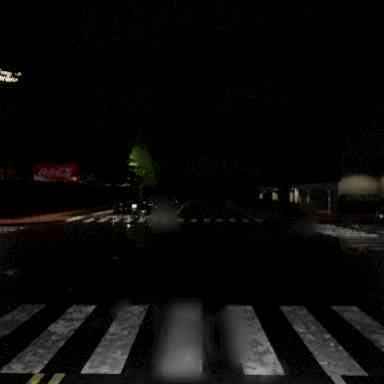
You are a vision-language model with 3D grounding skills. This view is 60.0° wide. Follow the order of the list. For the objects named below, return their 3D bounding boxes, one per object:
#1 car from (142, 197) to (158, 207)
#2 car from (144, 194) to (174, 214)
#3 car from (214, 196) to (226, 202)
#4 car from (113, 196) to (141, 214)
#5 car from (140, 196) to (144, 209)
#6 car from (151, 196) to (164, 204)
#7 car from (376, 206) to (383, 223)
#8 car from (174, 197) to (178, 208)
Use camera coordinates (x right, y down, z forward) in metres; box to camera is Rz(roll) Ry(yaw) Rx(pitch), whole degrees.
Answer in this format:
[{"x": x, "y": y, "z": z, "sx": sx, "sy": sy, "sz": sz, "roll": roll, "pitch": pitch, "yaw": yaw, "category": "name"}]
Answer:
[{"x": -6.769, "y": 1.592, "z": 53.870, "sx": 1.994, "sy": 1.385, "sz": 4.181, "roll": 0, "pitch": 0, "yaw": 0, "category": "car"}, {"x": -3.453, "y": 1.240, "z": 35.929, "sx": 2.150, "sy": 2.045, "sz": 5.566, "roll": 0, "pitch": 0, "yaw": 1, "category": "car"}, {"x": 6.350, "y": 1.592, "z": 74.779, "sx": 1.994, "sy": 1.385, "sz": 4.181, "roll": 0, "pitch": 0, "yaw": 20, "category": "car"}, {"x": -6.956, "y": 1.523, "z": 35.006, "sx": 1.837, "sy": 1.490, "sz": 4.892, "roll": 0, "pitch": 0, "yaw": 1, "category": "car"}, {"x": -6.879, "y": 1.375, "z": 43.973, "sx": 2.097, "sy": 1.767, "sz": 4.553, "roll": 0, "pitch": 0, "yaw": 1, "category": "car"}, {"x": -6.536, "y": 1.511, "z": 64.153, "sx": 1.882, "sy": 1.535, "sz": 5.008, "roll": 0, "pitch": 0, "yaw": 2, "category": "car"}, {"x": 15.066, "y": 1.233, "z": 21.578, "sx": 5.566, "sy": 2.045, "sz": 2.150, "roll": 0, "pitch": 0, "yaw": 1, "category": "car"}, {"x": -3.357, "y": 1.625, "z": 45.692, "sx": 1.895, "sy": 1.301, "sz": 4.718, "roll": 0, "pitch": 0, "yaw": 1, "category": "car"}]
